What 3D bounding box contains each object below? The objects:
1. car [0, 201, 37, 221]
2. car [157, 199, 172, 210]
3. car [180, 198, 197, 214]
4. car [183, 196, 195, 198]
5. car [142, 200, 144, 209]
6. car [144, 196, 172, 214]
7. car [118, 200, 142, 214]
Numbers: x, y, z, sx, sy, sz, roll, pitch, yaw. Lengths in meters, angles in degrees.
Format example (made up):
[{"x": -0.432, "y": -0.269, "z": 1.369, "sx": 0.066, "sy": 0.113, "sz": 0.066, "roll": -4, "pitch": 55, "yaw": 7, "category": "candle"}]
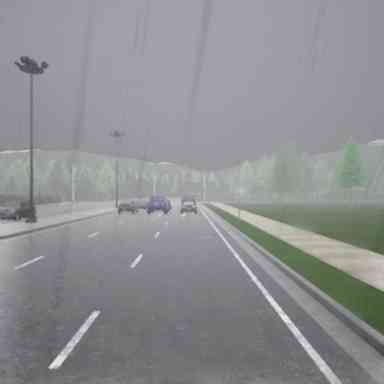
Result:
[{"x": -15.279, "y": 1.544, "z": 28.657, "sx": 2.097, "sy": 1.767, "sz": 4.553, "roll": 0, "pitch": -1, "yaw": 0, "category": "car"}, {"x": -3.960, "y": 1.798, "z": 49.052, "sx": 1.882, "sy": 1.535, "sz": 5.008, "roll": 0, "pitch": 0, "yaw": -1, "category": "car"}, {"x": -0.359, "y": 1.779, "z": 38.824, "sx": 1.812, "sy": 1.442, "sz": 4.674, "roll": 0, "pitch": 0, "yaw": -1, "category": "car"}, {"x": -0.459, "y": 1.540, "z": 48.892, "sx": 2.150, "sy": 2.045, "sz": 5.566, "roll": 0, "pitch": 0, "yaw": -1, "category": "car"}, {"x": -7.460, "y": 1.885, "z": 49.041, "sx": 1.994, "sy": 1.385, "sz": 4.181, "roll": 0, "pitch": 0, "yaw": -1, "category": "car"}, {"x": -3.856, "y": 1.473, "z": 38.461, "sx": 2.150, "sy": 2.045, "sz": 5.566, "roll": 0, "pitch": 0, "yaw": -1, "category": "car"}, {"x": -7.358, "y": 1.759, "z": 38.692, "sx": 1.837, "sy": 1.490, "sz": 4.892, "roll": 0, "pitch": 0, "yaw": -1, "category": "car"}]
